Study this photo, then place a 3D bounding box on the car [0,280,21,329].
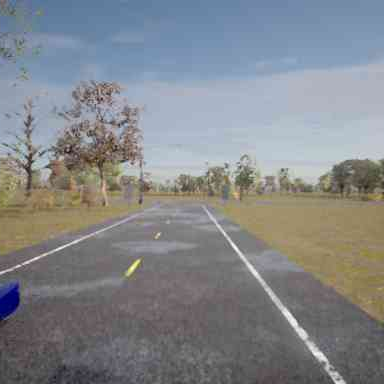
[{"bbox_3d":[-3.602,1.600,2.962,1.895,1.301,4.718,0,0,0],"label":"car"}]
